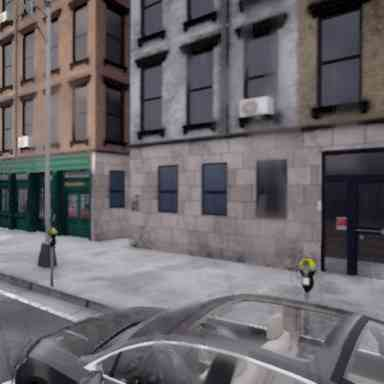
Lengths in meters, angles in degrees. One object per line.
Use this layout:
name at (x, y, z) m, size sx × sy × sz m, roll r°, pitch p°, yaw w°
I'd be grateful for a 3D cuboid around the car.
car at (0.341, 1.543, 2.567) m, size 4.403 × 1.369 × 2.008 m, roll 0°, pitch 0°, yaw 36°
